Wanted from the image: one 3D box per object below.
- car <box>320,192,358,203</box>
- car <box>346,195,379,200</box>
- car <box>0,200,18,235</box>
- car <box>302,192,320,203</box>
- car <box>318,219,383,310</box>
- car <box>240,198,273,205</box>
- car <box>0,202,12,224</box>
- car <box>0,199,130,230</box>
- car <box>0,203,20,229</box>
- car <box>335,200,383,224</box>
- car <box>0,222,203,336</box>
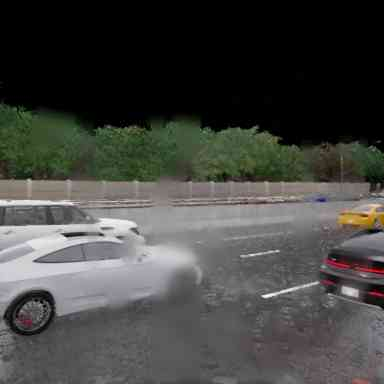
[{"bbox_3d":[19.746,1.051,43.627,5.566,2.045,2.150,-1,1,-35],"label":"car"},{"bbox_3d":[21.511,1.382,40.596,5.357,1.411,2.033,-1,1,-35],"label":"car"},{"bbox_3d":[-11.690,1.348,17.146,4.553,1.767,2.097,0,0,-35],"label":"car"},{"bbox_3d":[17.745,1.050,46.495,5.566,2.045,2.150,-1,1,-35],"label":"car"},{"bbox_3d":[4.747,1.502,7.245,4.892,1.490,1.837,0,0,-35],"label":"car"},{"bbox_3d":[8.612,1.529,44.372,4.718,1.301,1.895,-1,0,-35],"label":"car"},{"bbox_3d":[-15.398,1.486,23.099,4.902,1.511,2.128,0,0,-35],"label":"car"},{"bbox_3d":[-4.113,1.219,9.410,5.566,2.045,2.150,0,0,-35],"label":"car"},{"bbox_3d":[-13.375,1.486,20.243,4.902,1.511,2.128,0,0,-35],"label":"car"},{"bbox_3d":[10.909,1.466,20.065,5.008,1.535,1.882,0,0,-35],"label":"car"},{"bbox_3d":[-1.953,1.523,6.650,4.674,1.442,1.812,0,0,-35],"label":"car"}]
